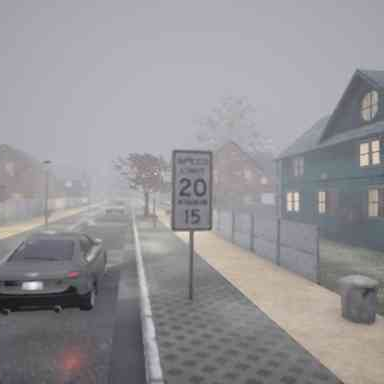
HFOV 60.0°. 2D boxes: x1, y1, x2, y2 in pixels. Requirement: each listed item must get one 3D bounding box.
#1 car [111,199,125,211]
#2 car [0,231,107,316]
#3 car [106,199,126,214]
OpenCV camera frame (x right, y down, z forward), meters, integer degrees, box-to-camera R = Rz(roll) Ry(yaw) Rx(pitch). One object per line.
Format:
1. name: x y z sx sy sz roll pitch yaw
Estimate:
1. car: -10.490 1.776 47.328 1.837 1.490 4.892 1 0 -10
2. car: -3.093 1.584 7.669 1.994 1.385 4.181 1 0 -11
3. car: -8.635 1.804 37.642 1.895 1.301 4.718 1 -1 -10
